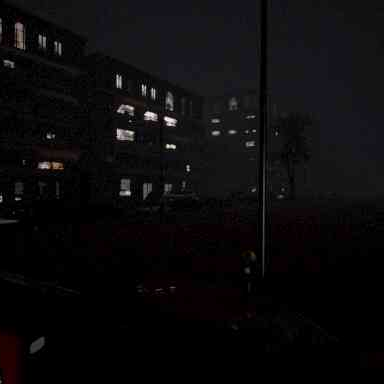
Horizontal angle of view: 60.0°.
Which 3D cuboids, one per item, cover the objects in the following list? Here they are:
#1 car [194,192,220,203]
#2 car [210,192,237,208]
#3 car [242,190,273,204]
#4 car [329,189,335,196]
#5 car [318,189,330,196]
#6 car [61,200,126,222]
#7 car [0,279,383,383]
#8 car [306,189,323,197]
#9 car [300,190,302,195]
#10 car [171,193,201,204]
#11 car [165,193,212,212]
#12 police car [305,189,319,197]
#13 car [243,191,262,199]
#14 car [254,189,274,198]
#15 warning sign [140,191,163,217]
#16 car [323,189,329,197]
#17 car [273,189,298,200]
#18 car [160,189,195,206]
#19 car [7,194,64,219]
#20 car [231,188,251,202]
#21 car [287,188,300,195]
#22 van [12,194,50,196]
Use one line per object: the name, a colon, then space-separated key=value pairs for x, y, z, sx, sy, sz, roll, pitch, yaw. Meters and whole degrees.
car: x=2.387 y=0.808 z=51.382 sx=2.008 sy=1.369 sz=4.403 roll=2 pitch=2 yaw=35
car: x=2.896 y=1.051 z=37.452 sx=2.008 sy=1.369 sz=4.403 roll=2 pitch=2 yaw=35
car: x=9.263 y=0.877 z=46.592 sx=2.008 sy=1.369 sz=4.403 roll=2 pitch=2 yaw=35
car: x=34.729 y=0.079 z=83.145 sx=1.967 sy=1.590 sz=4.097 roll=2 pitch=2 yaw=35
car: x=33.656 y=0.069 z=84.792 sx=1.801 sy=1.575 sz=5.366 roll=1 pitch=1 yaw=35
car: x=-6.653 y=1.329 z=23.745 sx=1.947 sy=1.339 sz=4.313 roll=2 pitch=2 yaw=35
car: x=-0.308 y=1.544 z=3.091 sx=4.507 sy=1.381 sz=1.887 roll=0 pitch=0 yaw=36
car: x=25.180 y=0.446 z=69.440 sx=2.008 sy=1.369 sz=4.403 roll=2 pitch=2 yaw=35
car: x=27.852 y=0.115 z=87.938 sx=1.887 sy=1.381 sz=4.507 roll=2 pitch=2 yaw=35
car: x=-0.796 y=0.910 z=46.812 sx=1.947 sy=1.339 sz=4.313 roll=2 pitch=2 yaw=35
car: x=-0.287 y=1.132 z=32.882 sx=1.887 sy=1.381 sz=4.507 roll=2 pitch=2 yaw=35
police car: x=27.726 y=0.191 z=76.622 sx=1.930 sy=1.638 sz=5.238 roll=0 pitch=1 yaw=32
car: x=11.840 y=0.526 z=64.950 sx=1.752 sy=1.417 sz=4.829 roll=2 pitch=2 yaw=35
car: x=15.123 y=0.227 z=69.654 sx=2.192 sy=1.841 sz=5.009 roll=2 pitch=2 yaw=35
warning sign: x=-3.033 y=0.851 z=24.820 sx=1.300 sy=1.860 sz=1.060 roll=-1 pitch=0 yaw=35
car: x=28.362 y=0.361 z=74.008 sx=2.008 sy=1.369 sz=4.403 roll=2 pitch=2 yaw=35
car: x=15.727 y=0.676 z=55.870 sx=1.752 sy=1.417 sz=4.829 roll=2 pitch=2 yaw=35
car: x=-1.615 y=0.666 z=41.113 sx=2.150 sy=2.045 sz=5.566 roll=1 pitch=1 yaw=35
car: x=-11.782 y=1.229 z=26.531 sx=1.837 sy=1.490 sz=4.892 roll=1 pitch=2 yaw=35
car: x=7.516 y=0.644 z=48.724 sx=2.097 sy=1.767 sz=4.553 roll=1 pitch=1 yaw=35
car: x=24.672 y=-0.029 z=83.362 sx=2.192 sy=1.841 sz=5.009 roll=2 pitch=2 yaw=35
van: x=-13.526 y=1.035 z=28.529 sx=1.690 sy=1.788 sz=3.998 roll=2 pitch=2 yaw=35
